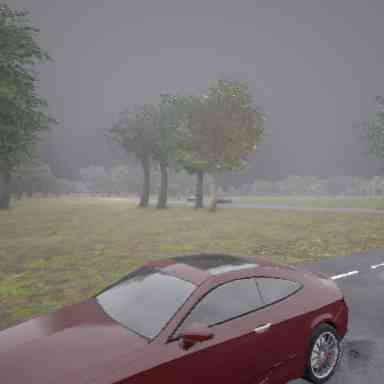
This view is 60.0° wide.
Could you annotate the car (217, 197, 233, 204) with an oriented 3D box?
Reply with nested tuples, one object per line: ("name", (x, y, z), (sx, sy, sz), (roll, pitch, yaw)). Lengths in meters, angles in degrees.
("car", (6.088, 1.672, 65.190), (1.812, 1.442, 4.674), (1, -1, -34))

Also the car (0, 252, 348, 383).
("car", (-0.023, 1.522, 3.854), (4.674, 1.442, 1.812), (0, 0, -36))

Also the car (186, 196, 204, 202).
("car", (0.538, 1.594, 73.547), (1.895, 1.301, 4.718), (1, 0, -34))
